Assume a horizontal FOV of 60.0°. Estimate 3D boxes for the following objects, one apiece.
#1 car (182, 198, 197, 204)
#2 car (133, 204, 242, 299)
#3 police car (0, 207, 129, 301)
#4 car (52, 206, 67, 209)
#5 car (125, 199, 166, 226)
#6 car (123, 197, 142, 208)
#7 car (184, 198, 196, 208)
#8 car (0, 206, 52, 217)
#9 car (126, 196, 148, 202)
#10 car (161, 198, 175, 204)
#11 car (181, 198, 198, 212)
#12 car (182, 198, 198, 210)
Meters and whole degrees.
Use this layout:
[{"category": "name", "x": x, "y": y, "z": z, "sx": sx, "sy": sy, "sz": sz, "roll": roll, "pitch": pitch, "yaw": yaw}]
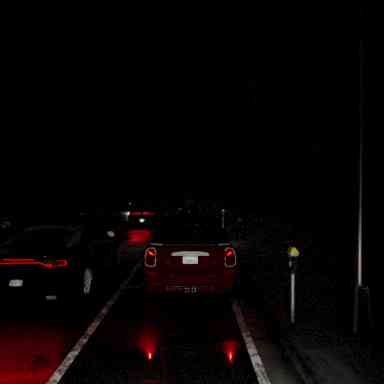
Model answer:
[{"category": "car", "x": -0.280, "y": 1.537, "z": 32.939, "sx": 2.008, "sy": 1.369, "sz": 4.403, "roll": -1, "pitch": 0, "yaw": 0}, {"category": "car", "x": -0.033, "y": 1.350, "z": 8.622, "sx": 2.097, "sy": 1.767, "sz": 4.553, "roll": 0, "pitch": 0, "yaw": 0}, {"category": "police car", "x": -3.147, "y": 1.423, "z": 8.536, "sx": 1.930, "sy": 1.638, "sz": 5.238, "roll": 0, "pitch": 0, "yaw": 0}, {"category": "car", "x": -8.822, "y": 1.575, "z": 21.767, "sx": 1.802, "sy": 1.307, "sz": 4.206, "roll": -1, "pitch": 0, "yaw": 0}, {"category": "car", "x": -3.075, "y": 1.498, "z": 22.948, "sx": 1.837, "sy": 1.490, "sz": 4.892, "roll": 0, "pitch": 0, "yaw": 0}, {"category": "car", "x": -8.822, "y": 1.516, "z": 49.695, "sx": 1.887, "sy": 1.381, "sz": 4.507, "roll": -1, "pitch": 0, "yaw": 0}, {"category": "car", "x": -0.276, "y": 1.554, "z": 49.696, "sx": 1.802, "sy": 1.307, "sz": 4.206, "roll": -1, "pitch": 0, "yaw": 0}, {"category": "car", "x": -8.823, "y": 1.435, "z": 16.181, "sx": 1.967, "sy": 1.590, "sz": 4.097, "roll": -1, "pitch": 0, "yaw": 0}, {"category": "car", "x": -6.214, "y": 1.332, "z": 39.616, "sx": 2.097, "sy": 1.767, "sz": 4.553, "roll": 0, "pitch": 0, "yaw": 0}, {"category": "car", "x": -3.069, "y": 1.459, "z": 39.237, "sx": 1.882, "sy": 1.535, "sz": 5.008, "roll": 0, "pitch": 0, "yaw": 0}, {"category": "car", "x": -0.279, "y": 1.507, "z": 38.694, "sx": 1.752, "sy": 1.417, "sz": 4.829, "roll": -1, "pitch": 0, "yaw": 0}, {"category": "car", "x": -0.277, "y": 1.543, "z": 44.111, "sx": 1.947, "sy": 1.339, "sz": 4.313, "roll": -1, "pitch": 0, "yaw": 0}]
